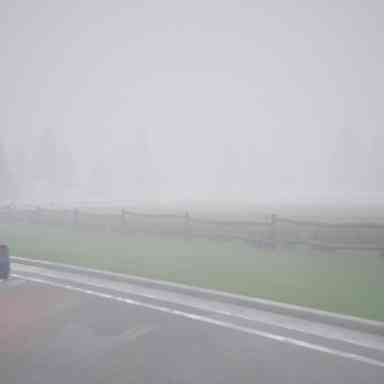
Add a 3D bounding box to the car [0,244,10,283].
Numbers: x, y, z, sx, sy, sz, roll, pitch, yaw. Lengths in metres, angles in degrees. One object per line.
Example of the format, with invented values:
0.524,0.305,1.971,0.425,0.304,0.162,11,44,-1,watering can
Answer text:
-6.539,1.538,8.075,5.008,1.535,1.882,-1,0,30,car
